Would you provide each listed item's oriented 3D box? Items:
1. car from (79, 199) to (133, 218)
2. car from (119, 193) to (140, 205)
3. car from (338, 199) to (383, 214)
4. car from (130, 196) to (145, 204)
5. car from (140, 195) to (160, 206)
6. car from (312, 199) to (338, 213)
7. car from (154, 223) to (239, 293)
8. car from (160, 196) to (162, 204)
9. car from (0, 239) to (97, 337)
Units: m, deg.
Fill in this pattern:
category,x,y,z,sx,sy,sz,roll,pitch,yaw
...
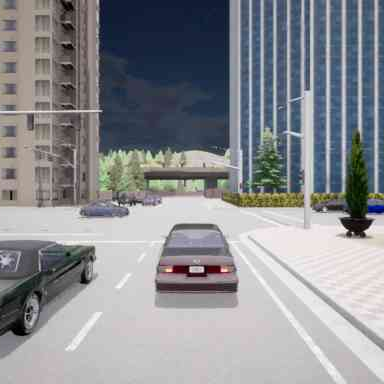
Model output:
category,x,y,z,sx,sy,sz,roll,pitch,yaw
car,-7.639,1.564,29.140,4.181,1.385,1.994,0,0,0
car,-10.460,1.221,53.882,2.150,2.045,5.566,0,0,0
car,17.632,1.477,33.032,5.008,1.535,1.882,0,0,0
car,-10.387,1.547,64.121,2.033,1.411,5.357,0,0,1
car,-6.953,1.352,54.847,2.097,1.767,4.553,0,0,0
car,15.682,1.505,36.517,4.892,1.490,1.837,0,0,0
car,0.097,1.547,8.962,2.033,1.411,5.357,0,0,0
car,-6.892,1.352,63.736,2.097,1.767,4.553,0,0,1
car,-3.422,1.601,6.626,1.895,1.301,4.718,0,0,1
